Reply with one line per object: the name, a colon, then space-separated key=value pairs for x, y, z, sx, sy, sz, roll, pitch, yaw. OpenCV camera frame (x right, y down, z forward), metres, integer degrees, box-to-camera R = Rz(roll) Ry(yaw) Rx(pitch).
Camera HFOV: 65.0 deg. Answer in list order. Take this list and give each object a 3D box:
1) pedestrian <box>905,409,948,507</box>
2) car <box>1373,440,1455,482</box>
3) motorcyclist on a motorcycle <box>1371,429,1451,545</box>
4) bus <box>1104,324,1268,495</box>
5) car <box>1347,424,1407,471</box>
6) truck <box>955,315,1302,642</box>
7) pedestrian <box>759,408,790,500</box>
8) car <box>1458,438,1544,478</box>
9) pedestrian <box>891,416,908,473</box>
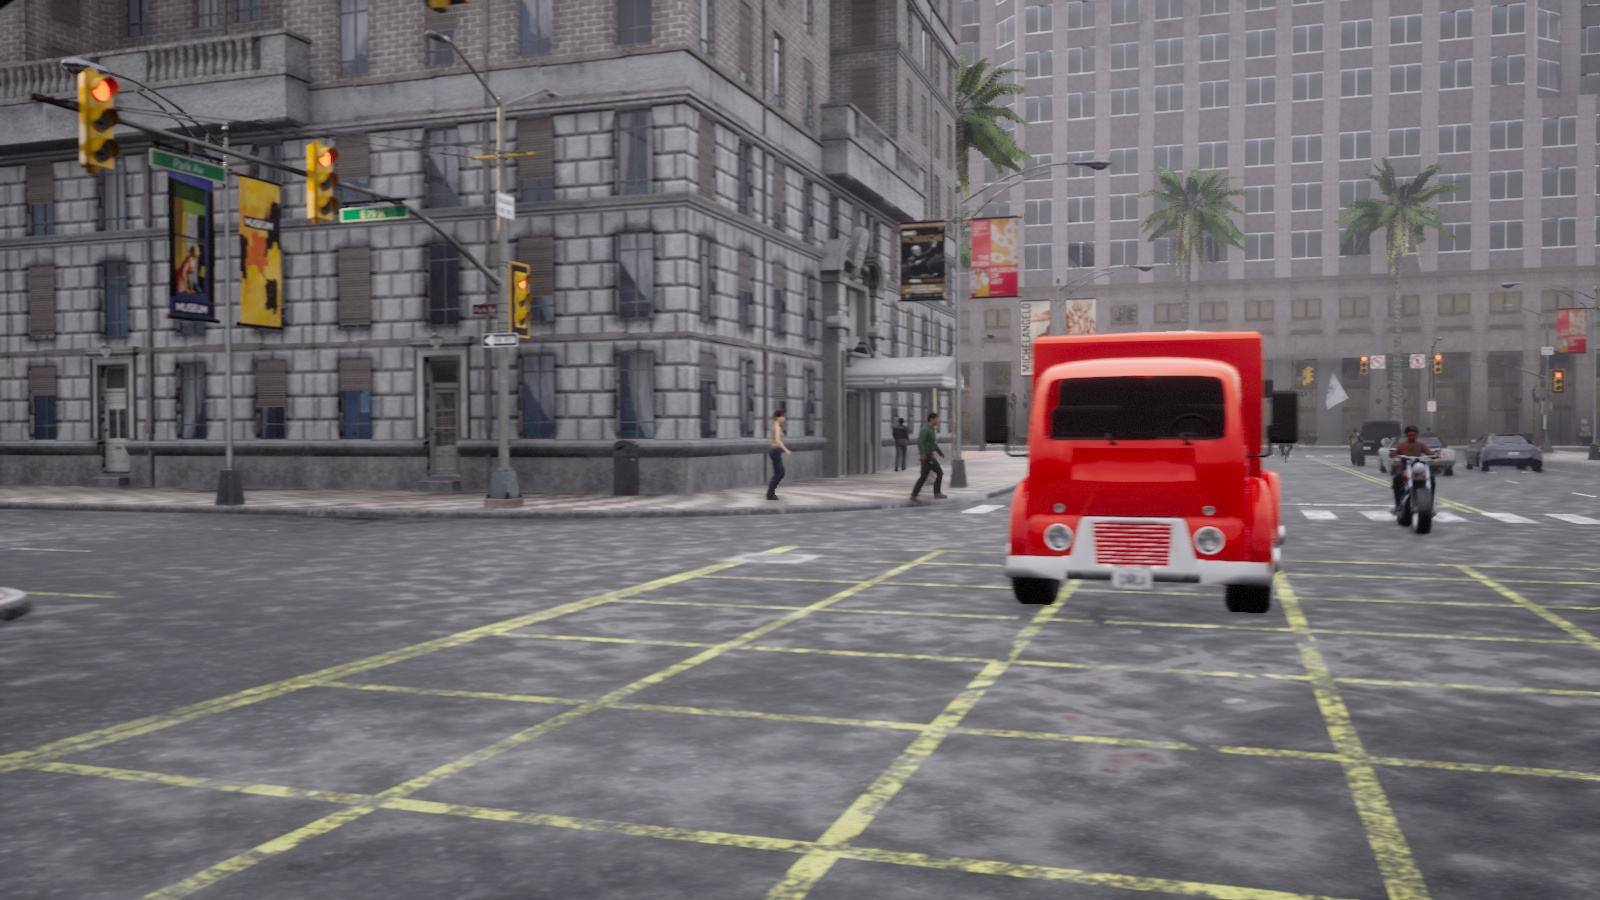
pedestrian: x=2.538 y=0.155 z=25.145 sx=0.788 sy=1.949 sz=0.423 roll=0 pitch=1 yaw=16
car: x=20.700 y=0.324 z=42.492 sx=1.895 sy=1.301 sz=4.718 roll=1 pitch=1 yaw=19
motorcyclist on a motorcycle: x=9.242 y=0.506 z=19.078 sx=0.766 sy=1.649 sz=2.350 roll=1 pitch=1 yaw=18
bus: x=11.389 y=-1.095 z=36.703 sx=3.944 sy=4.253 sz=10.273 roll=1 pitch=1 yaw=19
car: x=24.242 y=-0.133 z=52.847 sx=1.905 sy=1.878 sz=3.866 roll=1 pitch=1 yaw=19
truck: x=3.340 y=0.147 z=12.356 sx=2.627 sy=2.467 sz=5.204 roll=1 pitch=1 yaw=18
pedestrian: x=-0.522 y=0.076 z=25.325 sx=0.594 sy=1.836 sz=0.345 roll=0 pitch=1 yaw=-7
car: x=25.586 y=0.250 z=45.971 sx=1.994 sy=1.385 sz=4.181 roll=1 pitch=1 yaw=19
pedestrian: x=3.390 y=-0.189 z=42.763 sx=0.402 sy=1.930 sz=0.666 roll=1 pitch=1 yaw=17
